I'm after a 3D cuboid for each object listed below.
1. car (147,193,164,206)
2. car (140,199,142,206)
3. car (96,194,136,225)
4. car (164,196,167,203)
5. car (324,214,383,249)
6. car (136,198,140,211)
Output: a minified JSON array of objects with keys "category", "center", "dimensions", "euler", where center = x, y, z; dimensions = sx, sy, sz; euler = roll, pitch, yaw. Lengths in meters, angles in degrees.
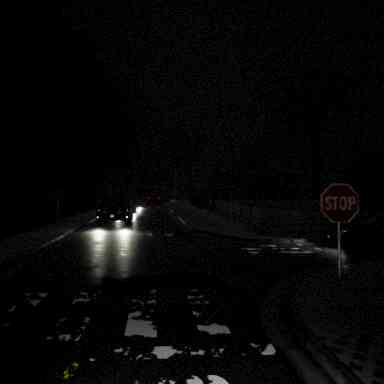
[{"category":"car","center":[-6.032,1.144,53.776],"dimensions":[2.150,2.045,5.566],"euler":[0,0,-4]},{"category":"car","center":[-8.506,1.504,49.266],"dimensions":[1.895,1.301,4.718],"euler":[0,0,-6]},{"category":"car","center":[-5.382,1.158,23.730],"dimensions":[2.150,2.045,5.566],"euler":[0,0,-7]},{"category":"car","center":[-6.309,1.458,68.424],"dimensions":[1.882,1.535,5.008],"euler":[0,0,2]},{"category":"car","center":[8.361,1.709,14.848],"dimensions":[4.674,1.442,1.812],"euler":[1,-3,-4]},{"category":"car","center":[-6.858,1.407,35.369],"dimensions":[1.837,1.490,4.892],"euler":[0,0,-7]}]
